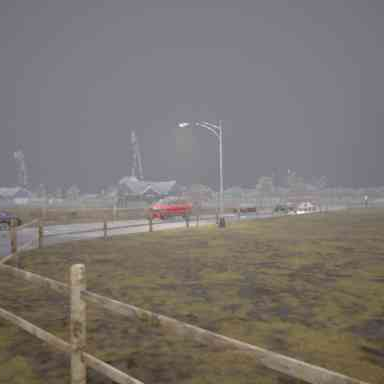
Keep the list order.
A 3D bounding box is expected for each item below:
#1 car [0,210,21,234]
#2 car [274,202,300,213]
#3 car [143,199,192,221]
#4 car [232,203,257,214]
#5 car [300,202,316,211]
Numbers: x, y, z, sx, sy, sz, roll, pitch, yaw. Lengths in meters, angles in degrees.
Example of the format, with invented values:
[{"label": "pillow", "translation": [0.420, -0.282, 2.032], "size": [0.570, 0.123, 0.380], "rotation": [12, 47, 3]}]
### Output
[{"label": "car", "translation": [-12.554, 1.718, 19.133], "size": [4.892, 1.490, 1.837], "rotation": [1, -2, -43]}, {"label": "car", "translation": [13.438, 2.243, 47.919], "size": [1.837, 1.490, 4.892], "rotation": [-2, -2, 36]}, {"label": "car", "translation": [-2.261, 1.678, 32.347], "size": [2.150, 2.045, 5.566], "rotation": [-2, -2, 35]}, {"label": "car", "translation": [7.261, 2.215, 45.613], "size": [1.882, 1.535, 5.008], "rotation": [-2, -2, 36]}, {"label": "car", "translation": [19.455, 2.454, 56.324], "size": [1.812, 1.442, 4.674], "rotation": [-2, -2, 36]}]
